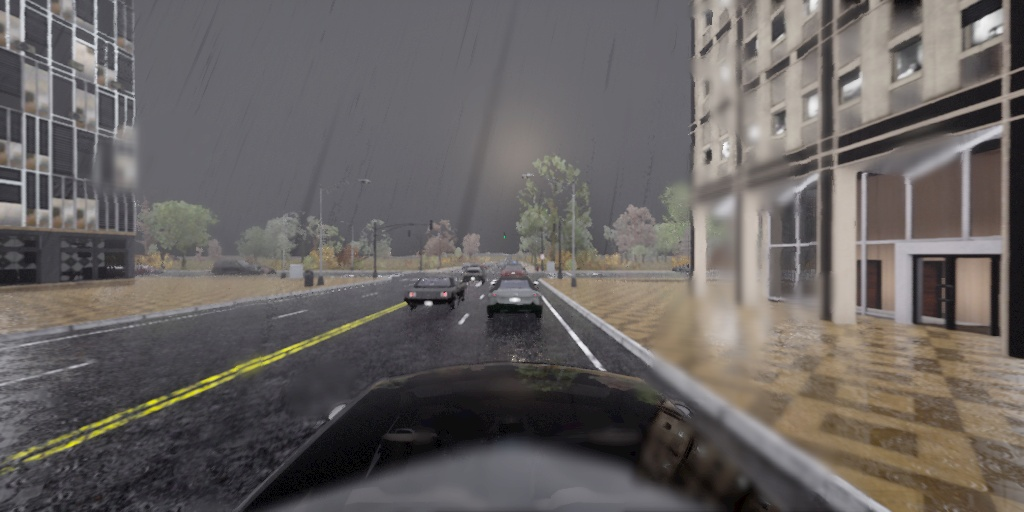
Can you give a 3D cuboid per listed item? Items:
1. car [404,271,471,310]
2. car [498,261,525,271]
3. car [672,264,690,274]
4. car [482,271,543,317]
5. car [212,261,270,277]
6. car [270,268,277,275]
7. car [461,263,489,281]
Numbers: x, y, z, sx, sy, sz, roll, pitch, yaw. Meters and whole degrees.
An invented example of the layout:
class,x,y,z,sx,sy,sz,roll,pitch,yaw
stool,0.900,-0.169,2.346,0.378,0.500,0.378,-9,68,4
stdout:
class,x,y,z,sx,sy,sz,roll,pitch,yaw
car,-3.152,1.523,15.794,1.895,1.301,4.718,0,-1,0
car,0.096,1.456,31.063,2.097,1.767,4.553,0,-1,0
car,24.892,1.795,50.586,4.181,1.385,1.994,0,0,3
car,0.096,1.464,13.984,1.994,1.385,4.181,0,-1,0
car,-33.403,1.581,43.831,5.566,2.045,2.150,0,0,3
car,-33.375,1.914,47.091,4.181,1.385,1.994,0,0,3
car,-3.211,1.611,31.227,1.837,1.490,4.892,0,-1,-2
